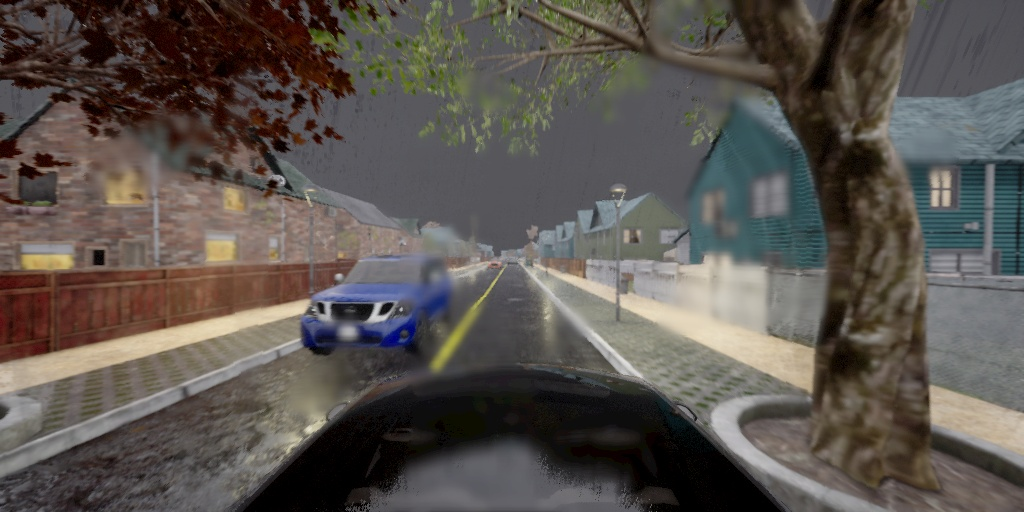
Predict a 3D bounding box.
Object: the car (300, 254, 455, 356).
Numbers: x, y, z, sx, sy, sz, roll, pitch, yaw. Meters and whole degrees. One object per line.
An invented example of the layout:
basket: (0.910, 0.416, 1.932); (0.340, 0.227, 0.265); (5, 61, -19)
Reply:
car: (-2.839, 0.972, 9.005); (2.150, 2.045, 5.566); (0, 0, 0)

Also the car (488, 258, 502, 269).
car: (-2.730, 1.113, 58.244); (2.097, 1.767, 4.553); (0, 0, 1)
